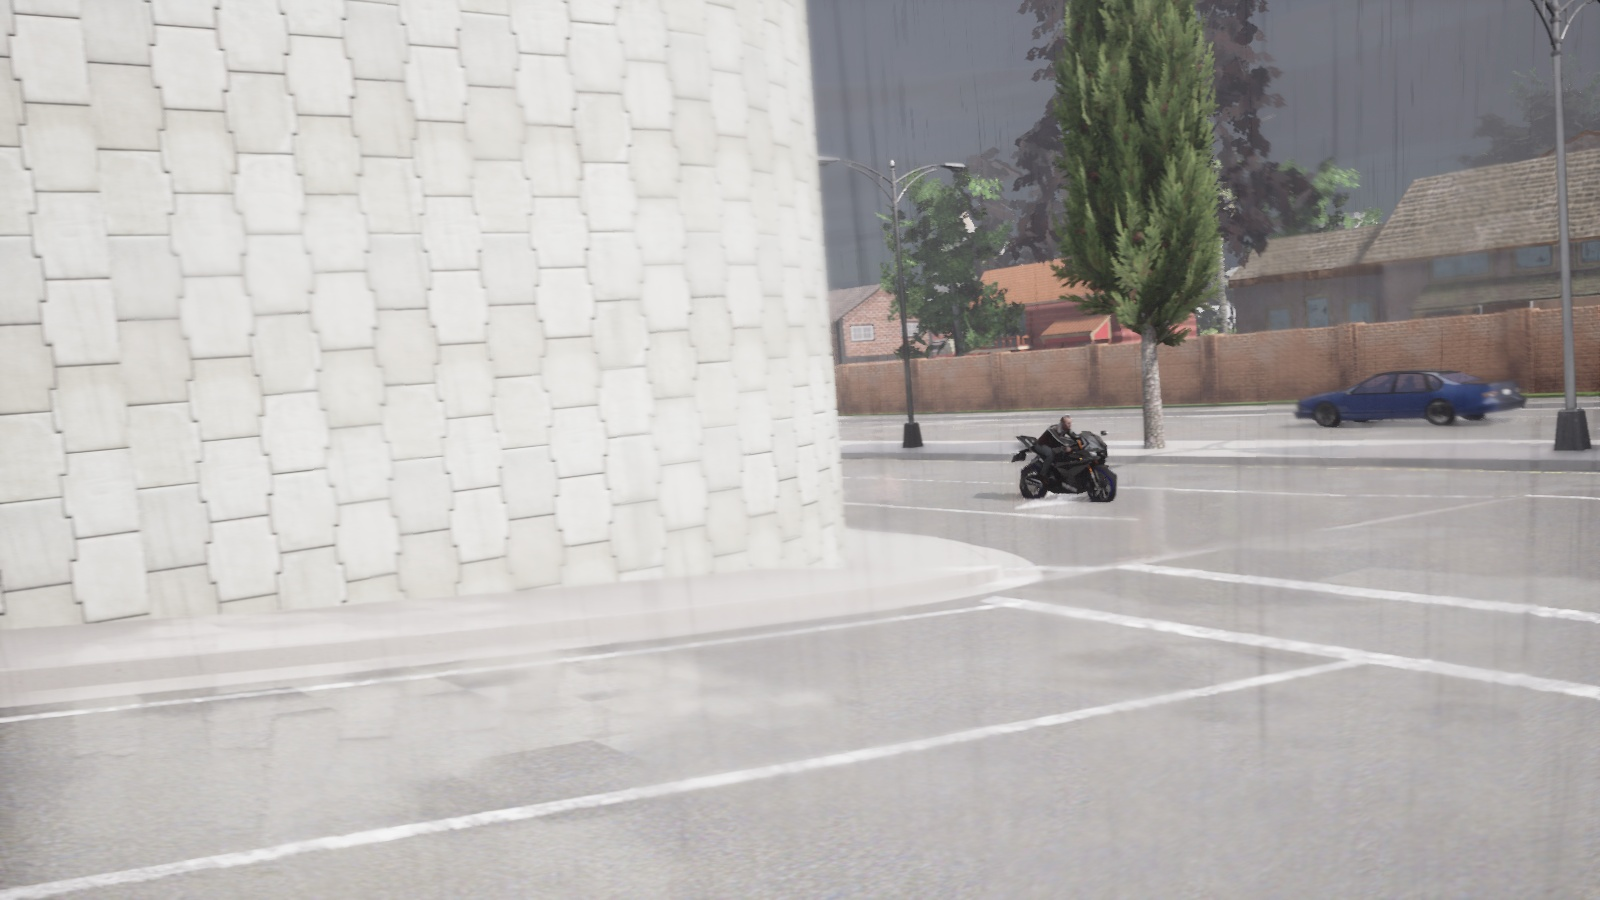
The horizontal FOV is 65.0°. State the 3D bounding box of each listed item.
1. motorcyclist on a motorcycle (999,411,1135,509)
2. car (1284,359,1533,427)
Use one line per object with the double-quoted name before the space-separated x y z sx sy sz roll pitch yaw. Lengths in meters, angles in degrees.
"motorcyclist on a motorcycle" 4.581 0.154 21.697 0.866 1.530 2.191 -7 5 -36
"car" 15.428 -1.414 32.149 2.033 1.411 5.357 -7 5 -36
